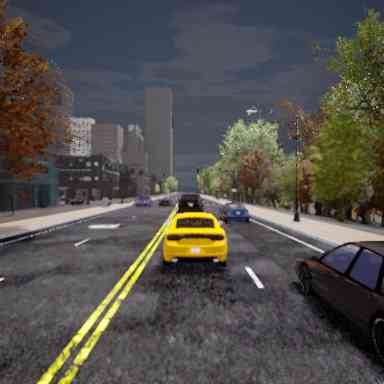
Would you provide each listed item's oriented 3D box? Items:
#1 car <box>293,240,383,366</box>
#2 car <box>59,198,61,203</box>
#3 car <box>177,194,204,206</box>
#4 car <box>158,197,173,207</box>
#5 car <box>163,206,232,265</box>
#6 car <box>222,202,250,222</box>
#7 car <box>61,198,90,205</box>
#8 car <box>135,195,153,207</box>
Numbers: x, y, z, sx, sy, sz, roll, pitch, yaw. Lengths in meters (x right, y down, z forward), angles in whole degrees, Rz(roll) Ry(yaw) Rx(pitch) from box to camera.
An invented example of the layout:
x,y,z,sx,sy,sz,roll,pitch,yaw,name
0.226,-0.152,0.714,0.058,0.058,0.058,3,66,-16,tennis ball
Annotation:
x,y,z,sx,sy,sz,roll,pitch,yaw,name
3.343,1.540,5.573,2.033,1.411,5.357,0,0,0,car
-29.129,1.719,68.567,4.403,1.369,2.008,-1,1,-1,car
-0.123,1.180,29.895,2.150,2.045,5.566,0,0,-1,car
-3.805,1.498,48.875,1.994,1.385,4.181,0,0,0,car
0.092,1.461,11.636,1.882,1.535,5.008,0,0,0,car
3.191,1.512,25.705,2.033,1.411,5.357,0,0,-1,car
-20.661,1.734,60.189,4.313,1.339,1.947,-1,1,-1,car
-7.059,1.284,49.214,2.097,1.767,4.553,0,0,0,car
